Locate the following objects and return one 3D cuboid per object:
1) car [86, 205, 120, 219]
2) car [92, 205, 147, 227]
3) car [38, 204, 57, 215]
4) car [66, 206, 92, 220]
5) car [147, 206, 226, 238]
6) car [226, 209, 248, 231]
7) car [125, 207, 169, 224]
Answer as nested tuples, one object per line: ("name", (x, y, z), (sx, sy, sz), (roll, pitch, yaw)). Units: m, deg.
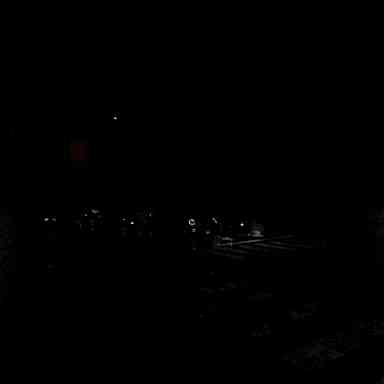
("car", (-10.422, 2.230, 38.810), (2.033, 1.411, 5.357), (0, -1, -36))
("car", (-6.052, 2.009, 27.299), (2.033, 1.411, 5.357), (0, -1, -35))
("car", (-20.659, 2.429, 47.461), (2.128, 1.511, 4.902), (0, -1, -36))
("car", (-11.888, 2.214, 35.311), (1.994, 1.385, 4.181), (0, -1, -36))
("car", (-0.474, 1.636, 19.644), (2.097, 1.767, 4.553), (0, -1, -36))
("car", (1.628, 1.800, 22.280), (1.837, 1.490, 4.892), (0, -1, -36))
("car", (-4.201, 2.082, 30.271), (1.895, 1.301, 4.718), (0, -1, -36))
